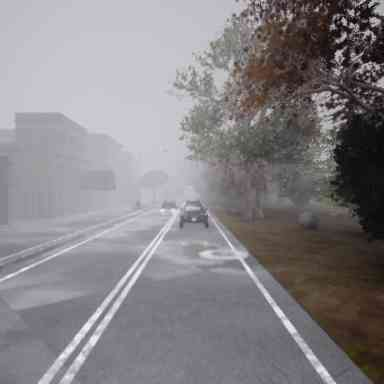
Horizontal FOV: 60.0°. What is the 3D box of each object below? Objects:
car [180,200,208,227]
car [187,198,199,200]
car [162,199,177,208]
[{"bbox_3d":[0.125,1.525,22.927,1.812,1.442,4.674,0,0,0],"label":"car"},{"bbox_3d":[0.147,1.467,41.719,1.882,1.535,5.008,0,0,0],"label":"car"},{"bbox_3d":[-3.196,1.593,46.796,1.895,1.301,4.718,0,0,0],"label":"car"}]
